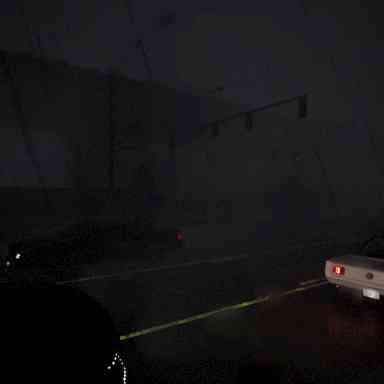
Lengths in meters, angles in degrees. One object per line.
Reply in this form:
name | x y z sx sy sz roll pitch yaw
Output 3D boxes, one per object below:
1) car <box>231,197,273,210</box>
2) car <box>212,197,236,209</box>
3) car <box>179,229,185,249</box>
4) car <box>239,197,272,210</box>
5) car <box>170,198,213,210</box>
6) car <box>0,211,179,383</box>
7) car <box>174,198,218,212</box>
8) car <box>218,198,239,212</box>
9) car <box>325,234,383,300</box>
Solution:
car | 7.712 1.452 42.840 4.974 1.542 2.038 0 0 -7
car | 3.819 1.295 39.129 1.853 1.218 4.536 0 0 18
car | -2.814 1.547 10.585 5.357 1.411 2.033 0 0 -36
car | 7.661 1.295 42.834 4.536 1.218 1.853 0 0 -7
car | 0.008 1.295 36.399 4.536 1.218 1.853 0 0 8
car | -3.003 1.222 1.607 5.566 2.045 2.150 0 0 -35
car | 0.060 1.452 36.392 4.974 1.542 2.038 0 0 8
car | 3.803 1.452 39.079 2.038 1.542 4.974 0 0 18
car | 5.142 1.601 7.447 4.718 1.301 1.895 0 0 -35
